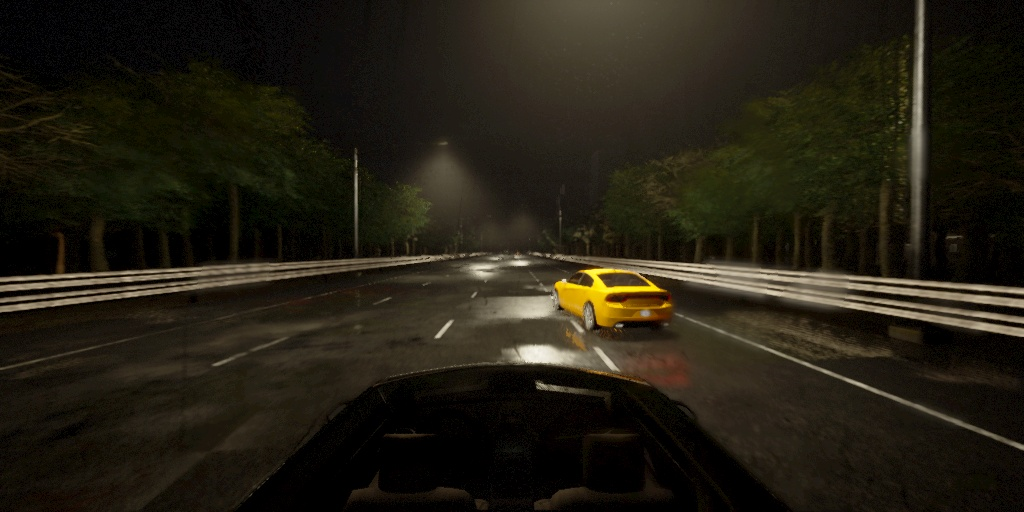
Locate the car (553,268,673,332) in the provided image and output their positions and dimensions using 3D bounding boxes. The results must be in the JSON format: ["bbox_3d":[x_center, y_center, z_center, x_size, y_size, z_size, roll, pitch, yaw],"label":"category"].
[{"bbox_3d":[2.636,1.100,10.547,1.882,1.535,5.008,0,1,-9],"label":"car"}]
